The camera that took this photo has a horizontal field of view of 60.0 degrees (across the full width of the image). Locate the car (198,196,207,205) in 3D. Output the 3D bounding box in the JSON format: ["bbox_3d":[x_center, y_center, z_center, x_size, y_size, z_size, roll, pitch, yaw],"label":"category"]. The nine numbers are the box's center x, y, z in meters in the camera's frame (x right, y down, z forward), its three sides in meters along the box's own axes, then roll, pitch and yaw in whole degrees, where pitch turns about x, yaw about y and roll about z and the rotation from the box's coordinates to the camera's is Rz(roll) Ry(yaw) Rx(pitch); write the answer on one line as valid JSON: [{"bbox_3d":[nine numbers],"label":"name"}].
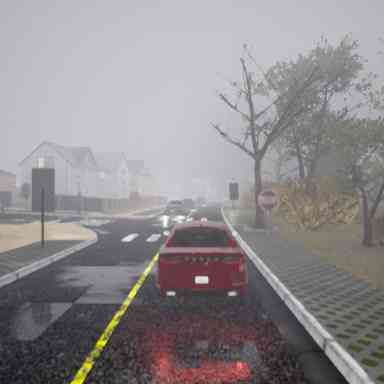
[{"bbox_3d":[1.757,1.615,66.279,2.097,1.767,4.553,0,0,8],"label":"car"}]

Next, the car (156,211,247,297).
[{"bbox_3d":[0.223,1.482,8.647,1.882,1.535,5.008,0,0,1],"label":"car"}]

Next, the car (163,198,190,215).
[{"bbox_3d":[-1.624,1.578,34.303,1.812,1.442,4.674,0,0,6],"label":"car"}]

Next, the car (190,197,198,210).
[{"bbox_3d":[-0.630,1.586,45.862,1.882,1.535,5.008,0,0,5],"label":"car"}]

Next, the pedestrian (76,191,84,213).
[{"bbox_3d":[-9.131,0.797,26.905,0.375,1.860,0.375,0,-3,1],"label":"pedestrian"}]

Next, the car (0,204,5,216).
[{"bbox_3d":[-14.548,0.838,21.160,5.008,1.535,1.882,3,0,1],"label":"car"}]
